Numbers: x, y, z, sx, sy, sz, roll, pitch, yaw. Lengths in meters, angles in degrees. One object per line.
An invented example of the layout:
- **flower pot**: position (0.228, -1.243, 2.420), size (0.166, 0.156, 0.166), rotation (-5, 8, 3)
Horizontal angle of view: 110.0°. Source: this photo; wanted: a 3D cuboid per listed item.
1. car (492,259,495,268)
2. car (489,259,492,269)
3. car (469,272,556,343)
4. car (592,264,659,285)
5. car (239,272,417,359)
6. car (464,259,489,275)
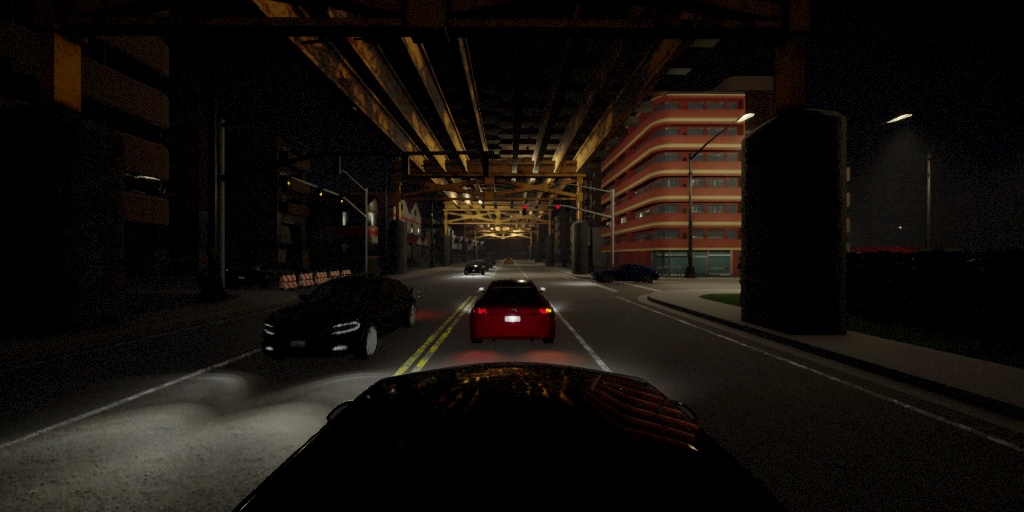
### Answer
- **car**: position (-4.101, 1.264, 57.875), size (1.812, 1.442, 4.674), rotation (0, 0, 0)
- **car**: position (-4.016, 1.351, 47.553), size (1.895, 1.301, 4.718), rotation (0, 0, 0)
- **car**: position (0.006, 1.314, 9.663), size (1.994, 1.385, 4.181), rotation (0, 0, 0)
- **car**: position (8.202, 1.275, 25.976), size (4.674, 1.442, 1.812), rotation (0, 0, -3)
- **car**: position (-3.700, 1.227, 8.624), size (1.882, 1.535, 5.008), rotation (0, 0, -1)
- **car**: position (-3.933, 1.314, 38.667), size (1.994, 1.385, 4.181), rotation (0, 0, 0)
